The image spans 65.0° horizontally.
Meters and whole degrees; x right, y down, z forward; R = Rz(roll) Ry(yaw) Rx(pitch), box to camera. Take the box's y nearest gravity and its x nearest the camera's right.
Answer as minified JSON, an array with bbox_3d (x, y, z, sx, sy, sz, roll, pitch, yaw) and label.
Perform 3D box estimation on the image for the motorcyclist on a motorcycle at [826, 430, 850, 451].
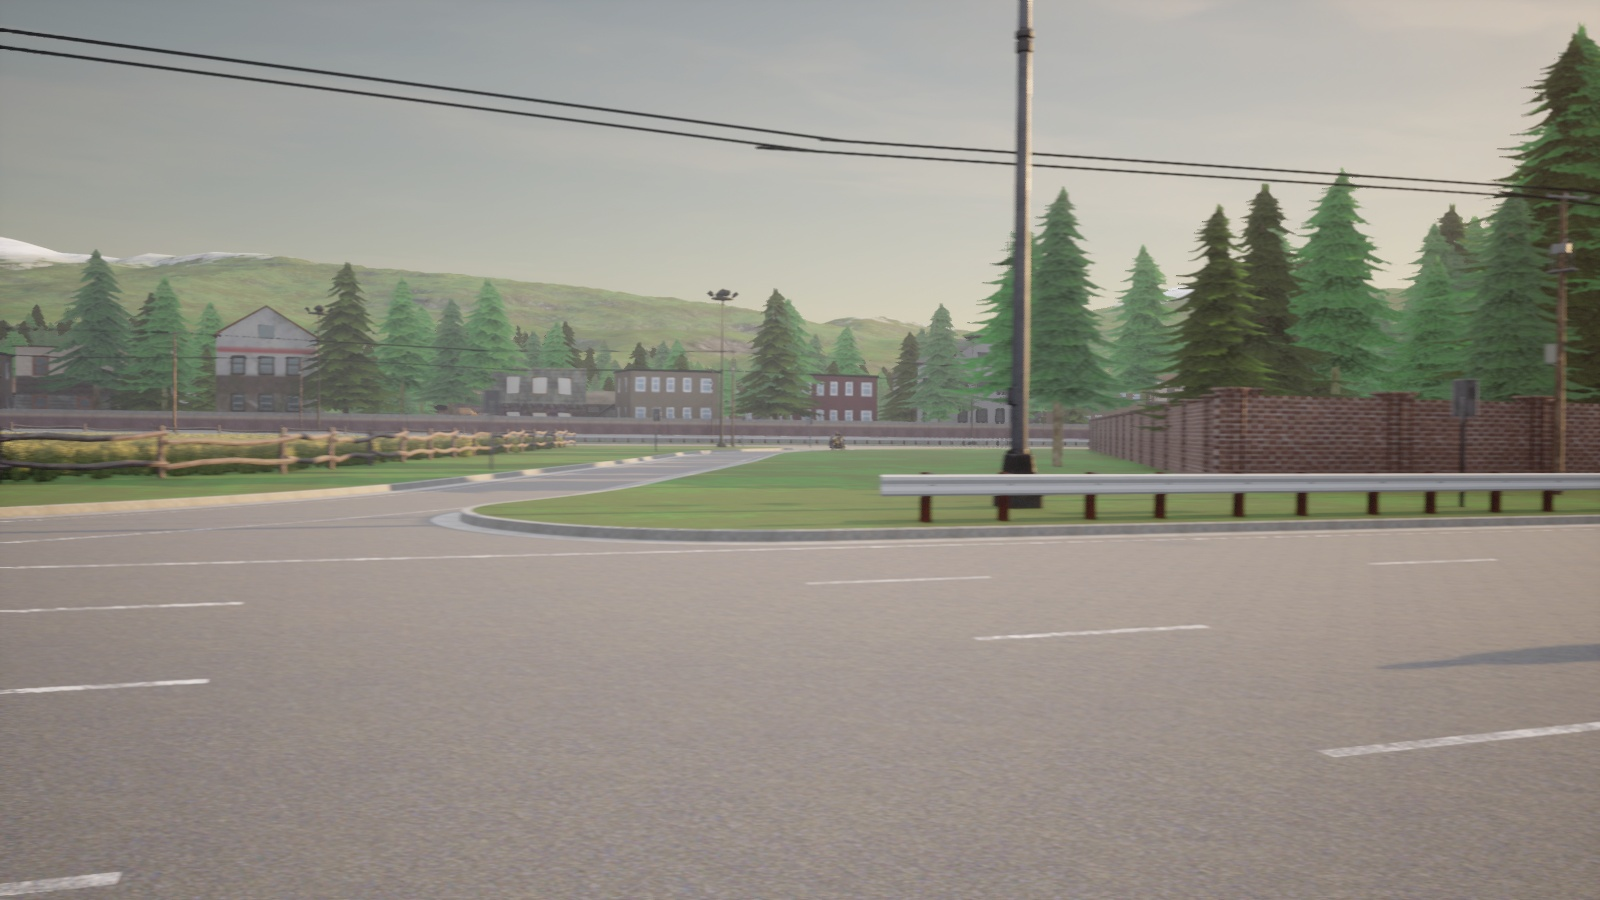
[{"bbox_3d":[2.926,-0.725,95.735,0.866,1.530,2.191,0,1,31],"label":"motorcyclist on a motorcycle"}]
